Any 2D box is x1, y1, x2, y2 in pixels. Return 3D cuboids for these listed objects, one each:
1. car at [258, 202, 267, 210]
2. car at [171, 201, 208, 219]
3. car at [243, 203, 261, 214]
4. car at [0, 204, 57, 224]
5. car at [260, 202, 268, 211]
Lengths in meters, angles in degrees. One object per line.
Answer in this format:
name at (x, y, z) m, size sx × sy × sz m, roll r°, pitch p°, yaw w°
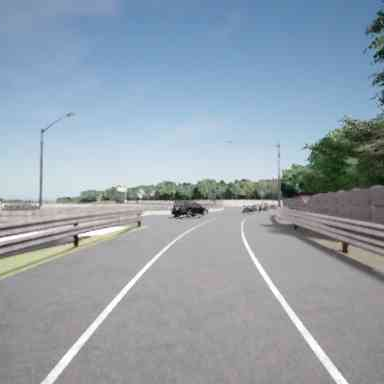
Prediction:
car at (19.437, 3.875, 91.864) m, size 2.150 × 2.045 × 5.566 m, roll 0°, pitch -2°, yaw 7°
car at (-0.223, 2.160, 40.931) m, size 2.150 × 2.045 × 5.566 m, roll -1°, pitch -2°, yaw 35°
car at (10.432, 3.111, 59.661) m, size 1.812 × 1.442 × 4.674 m, roll 0°, pitch -2°, yaw 23°
car at (-12.761, 1.763, 26.302) m, size 2.097 × 1.767 × 4.553 m, roll -2°, pitch -3°, yaw 45°
car at (16.060, 3.448, 74.801) m, size 2.097 × 1.767 × 4.553 m, roll 0°, pitch -2°, yaw 15°
